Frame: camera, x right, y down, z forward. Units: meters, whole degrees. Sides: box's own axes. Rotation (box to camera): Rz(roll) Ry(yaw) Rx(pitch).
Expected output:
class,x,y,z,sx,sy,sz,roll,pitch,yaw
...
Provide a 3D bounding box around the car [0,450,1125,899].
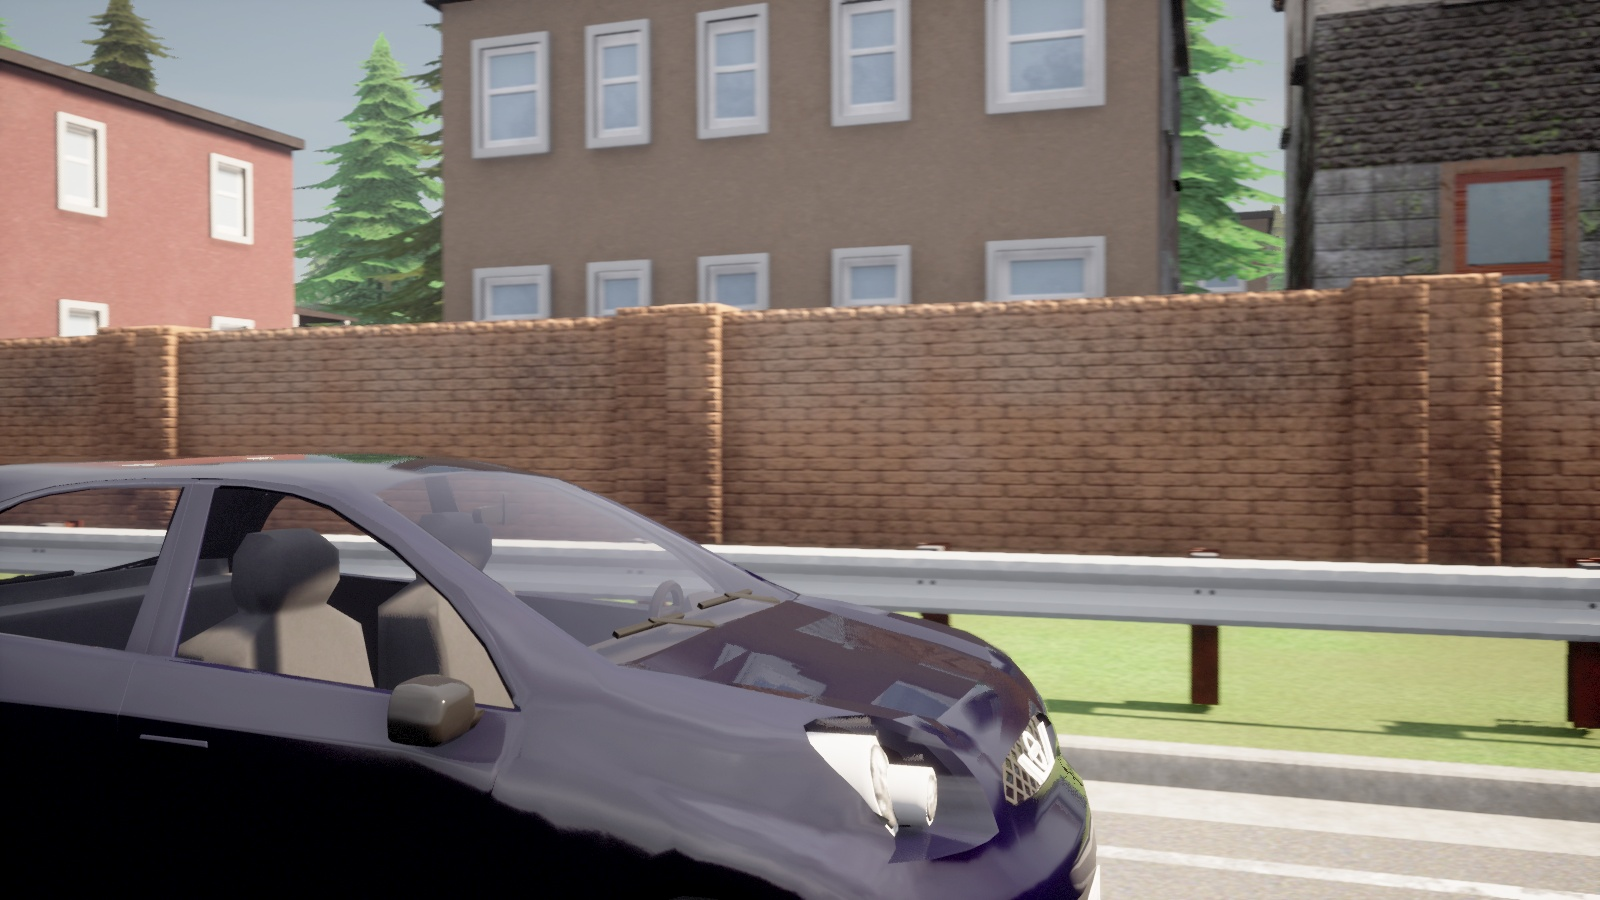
class,x,y,z,sx,sy,sz,roll,pitch,yaw
car,-1.031,0.780,3.540,3.633,1.501,1.845,1,1,19
